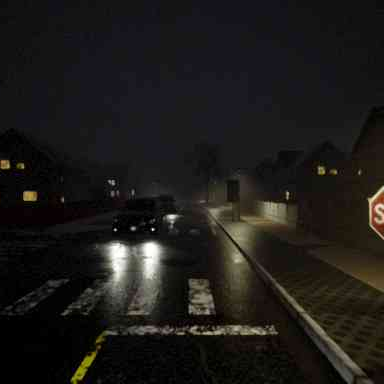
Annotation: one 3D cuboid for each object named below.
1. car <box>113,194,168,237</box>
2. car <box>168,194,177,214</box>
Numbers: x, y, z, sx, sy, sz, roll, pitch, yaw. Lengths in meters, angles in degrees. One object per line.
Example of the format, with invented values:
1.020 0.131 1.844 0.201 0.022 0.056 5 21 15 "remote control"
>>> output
-2.788 1.343 18.529 2.150 2.045 5.566 0 1 0 "car"
-2.842 1.342 36.016 2.150 2.045 5.566 0 2 0 "car"
